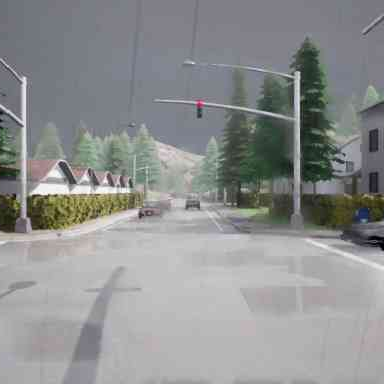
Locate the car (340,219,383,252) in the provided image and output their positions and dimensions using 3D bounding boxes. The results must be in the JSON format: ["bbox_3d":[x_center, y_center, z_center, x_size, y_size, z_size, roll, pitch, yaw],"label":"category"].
[{"bbox_3d":[8.279,1.360,11.882,5.357,1.411,2.033,0,0,0],"label":"car"}]

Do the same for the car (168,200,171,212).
[{"bbox_3d":[-3.491,1.612,39.343,1.895,1.301,4.718,0,0,0],"label":"car"}]

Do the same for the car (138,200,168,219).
[{"bbox_3d":[-3.493,1.572,29.348,1.994,1.385,4.181,0,0,0],"label":"car"}]

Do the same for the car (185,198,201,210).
[{"bbox_3d":[0.110,1.517,43.314,1.837,1.490,4.892,0,0,0],"label":"car"}]
